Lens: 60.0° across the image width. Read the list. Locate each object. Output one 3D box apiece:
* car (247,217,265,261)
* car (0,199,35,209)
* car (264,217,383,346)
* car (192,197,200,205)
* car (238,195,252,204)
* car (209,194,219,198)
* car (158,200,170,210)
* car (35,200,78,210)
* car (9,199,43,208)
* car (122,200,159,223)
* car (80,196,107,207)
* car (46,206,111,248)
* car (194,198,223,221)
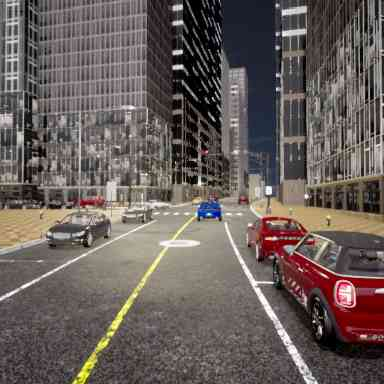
[{"bbox_3d":[3.010,1.547,11.953,1.887,1.381,4.507,1,0,3],"label":"car"},{"bbox_3d":[-22.388,1.655,43.210,4.403,1.369,2.008,0,-1,13],"label":"car"},{"bbox_3d":[2.816,1.441,6.313,1.967,1.590,4.097,1,0,2],"label":"car"},{"bbox_3d":[1.177,1.642,62.514,1.752,1.417,4.829,1,0,12],"label":"car"},{"bbox_3d":[10.095,1.412,65.066,2.192,1.841,5.009,1,0,13],"label":"car"},{"bbox_3d":[5.176,1.493,78.752,2.192,1.841,5.009,1,0,14],"label":"car"},{"bbox_3d":[-5.356,1.702,44.012,4.718,1.301,1.895,-1,-1,30],"label":"car"},{"bbox_3d":[-16.948,1.638,41.919,4.313,1.339,1.947,0,-1,13],"label":"car"},{"bbox_3d":[-26.020,1.835,52.171,4.403,1.369,2.008,0,-1,13],"label":"car"},{"bbox_3d":[-4.122,1.574,25.653,2.008,1.369,4.403,1,0,5],"label":"car"},{"bbox_3d":[-15.134,1.536,49.590,5.009,1.841,2.192,0,-1,13],"label":"car"},{"bbox_3d":[-4.877,1.562,14.863,2.008,1.369,4.403,1,0,3],"label":"car"},{"bbox_3d":[1.486,1.495,27.121,1.882,1.535,5.008,0,0,5],"label":"car"}]
